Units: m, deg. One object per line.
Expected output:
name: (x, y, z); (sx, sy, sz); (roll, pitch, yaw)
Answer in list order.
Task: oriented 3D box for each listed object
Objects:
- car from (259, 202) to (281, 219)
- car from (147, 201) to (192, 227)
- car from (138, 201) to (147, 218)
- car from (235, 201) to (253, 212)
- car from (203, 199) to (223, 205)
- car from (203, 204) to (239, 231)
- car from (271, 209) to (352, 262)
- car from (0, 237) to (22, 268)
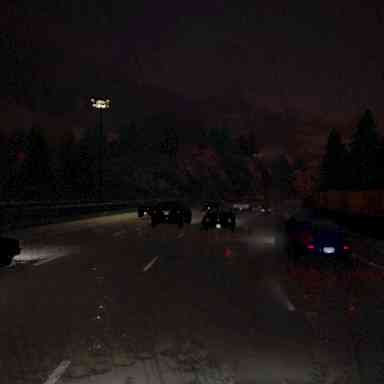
car: (7.120, 1.634, 30.329); (2.033, 1.411, 5.357); (0, 0, 13)
car: (-1.310, 1.405, 23.312); (2.097, 1.767, 4.553); (0, 0, 9)
car: (-3.476, 1.570, 30.763); (1.837, 1.490, 4.892); (0, 0, 12)
car: (6.380, 1.711, 41.208); (1.895, 1.301, 4.718); (0, 0, 16)
car: (2.620, 1.607, 40.708); (1.837, 1.490, 4.892); (0, 0, 16)
car: (1.851, 1.655, 21.134); (1.895, 1.301, 4.718); (0, 0, 9)
car: (4.293, 1.564, 12.198); (1.812, 1.442, 4.674); (0, 0, 5)
car: (-6.564, 1.554, 8.309); (2.033, 1.411, 5.357); (0, 0, 4)
